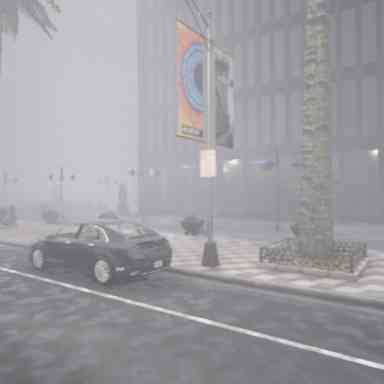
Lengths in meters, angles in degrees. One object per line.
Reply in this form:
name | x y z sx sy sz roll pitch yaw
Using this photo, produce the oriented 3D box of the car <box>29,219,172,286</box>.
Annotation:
car | -2.810 1.543 9.660 4.892 1.521 2.231 -1 0 35
